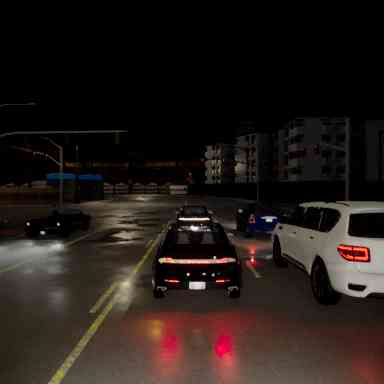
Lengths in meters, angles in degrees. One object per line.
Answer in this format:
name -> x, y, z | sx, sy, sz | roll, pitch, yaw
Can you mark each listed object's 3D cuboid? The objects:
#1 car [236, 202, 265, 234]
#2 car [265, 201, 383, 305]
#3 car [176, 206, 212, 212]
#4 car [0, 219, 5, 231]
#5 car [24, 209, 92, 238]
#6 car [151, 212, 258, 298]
car -> 3.609, 1.328, 17.663 | 2.097, 1.767, 4.553 | 0, 0, 0
car -> 3.594, 1.220, 8.240 | 2.150, 2.045, 5.566 | 0, 0, 0
car -> 0.111, 1.473, 17.940 | 2.128, 1.511, 4.902 | 0, 0, 0
car -> -10.543, 1.616, 14.778 | 1.895, 1.301, 4.718 | 0, 0, 1
car -> -7.008, 1.597, 17.852 | 1.895, 1.301, 4.718 | 0, 0, 0
car -> 0.102, 1.499, 8.527 | 2.128, 1.511, 4.902 | 0, 0, 0
